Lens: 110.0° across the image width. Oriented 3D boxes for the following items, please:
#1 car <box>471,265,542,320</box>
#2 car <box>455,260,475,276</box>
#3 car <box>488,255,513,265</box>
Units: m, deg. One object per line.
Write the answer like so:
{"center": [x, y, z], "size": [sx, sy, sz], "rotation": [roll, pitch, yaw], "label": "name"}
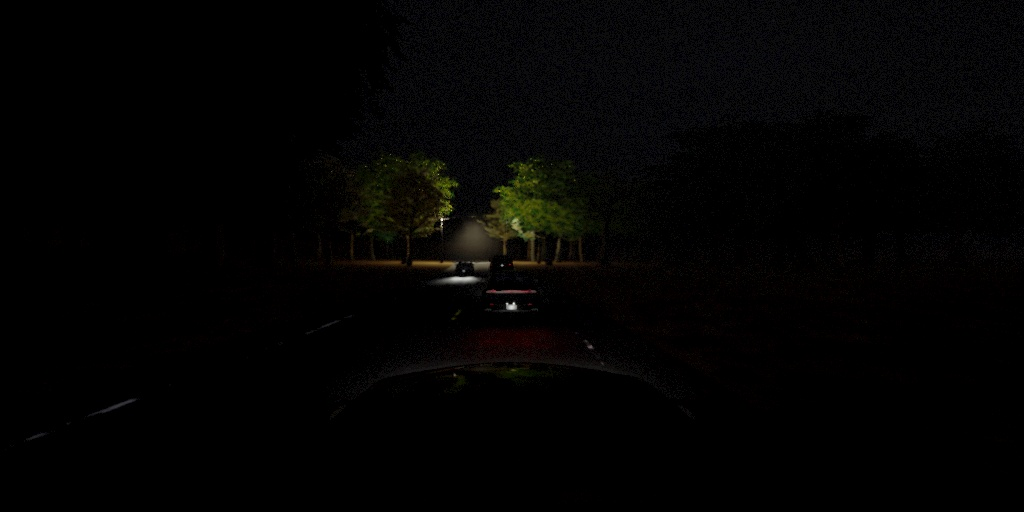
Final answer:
{"center": [-0.068, 1.233, 12.559], "size": [2.128, 1.511, 4.902], "rotation": [0, 0, -1], "label": "car"}
{"center": [-4.811, 1.192, 36.944], "size": [2.128, 1.511, 4.902], "rotation": [0, 0, -4], "label": "car"}
{"center": [-1.042, 0.916, 34.304], "size": [2.150, 2.045, 5.566], "rotation": [0, 0, -4], "label": "car"}
